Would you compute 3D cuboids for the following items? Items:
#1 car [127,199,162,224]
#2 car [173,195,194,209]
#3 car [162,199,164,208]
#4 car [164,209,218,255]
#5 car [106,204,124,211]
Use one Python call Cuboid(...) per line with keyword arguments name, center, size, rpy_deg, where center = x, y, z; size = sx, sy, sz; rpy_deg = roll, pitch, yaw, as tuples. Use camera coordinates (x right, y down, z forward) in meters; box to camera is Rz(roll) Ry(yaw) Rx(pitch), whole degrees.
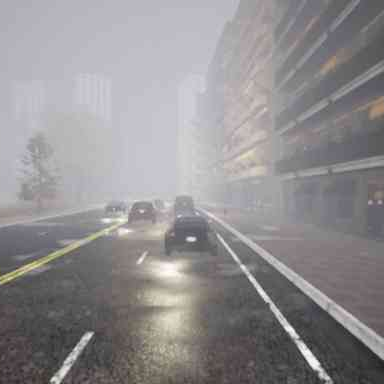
Cuboid(name="car", center=(-3.700, 1.457, 26.100), size=(2.097, 1.767, 4.553), rpy_deg=(0, 0, -2))
Cuboid(name="car", center=(-0.936, 1.367, 36.789), size=(2.150, 2.045, 5.566), rpy_deg=(0, 0, -3))
Cuboid(name="car", center=(-5.205, 1.737, 51.594), size=(1.812, 1.442, 4.674), rpy_deg=(0, 0, -4))
Cuboid(name="car", center=(-0.064, 1.616, 13.566), size=(1.994, 1.385, 4.181), rpy_deg=(0, 0, -1))
Cuboid(name="car", center=(-7.330, 1.408, 32.784), size=(1.994, 1.385, 4.181), rpy_deg=(0, 0, -3))
